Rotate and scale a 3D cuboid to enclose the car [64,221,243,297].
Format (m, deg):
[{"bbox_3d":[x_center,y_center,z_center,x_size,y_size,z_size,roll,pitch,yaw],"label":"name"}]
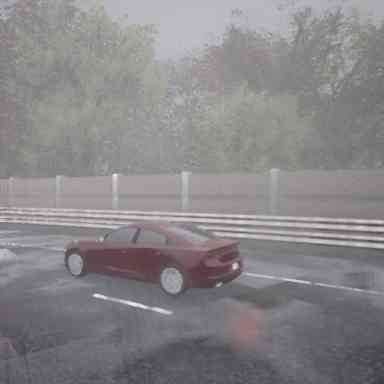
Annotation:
[{"bbox_3d":[-1.180,1.484,8.613,5.008,1.535,1.882,0,0,31],"label":"car"}]
